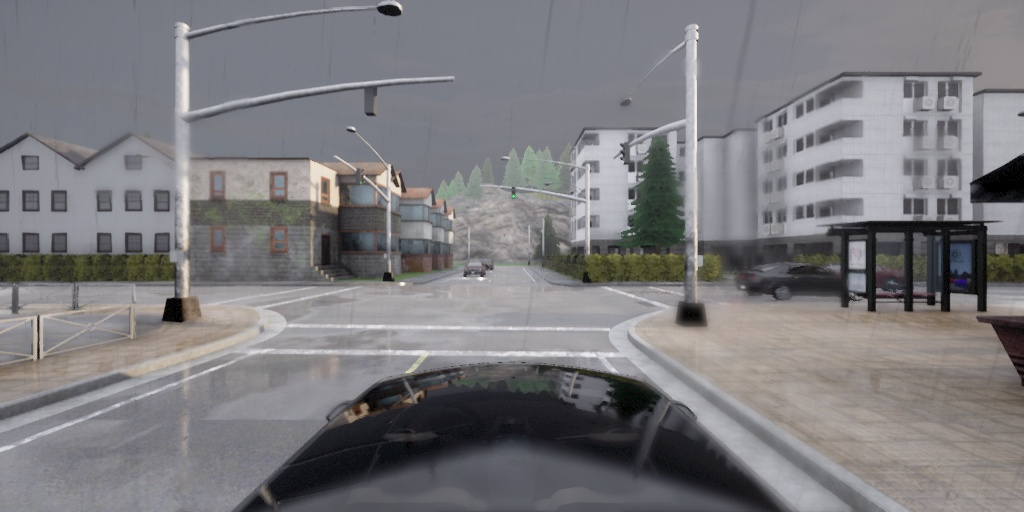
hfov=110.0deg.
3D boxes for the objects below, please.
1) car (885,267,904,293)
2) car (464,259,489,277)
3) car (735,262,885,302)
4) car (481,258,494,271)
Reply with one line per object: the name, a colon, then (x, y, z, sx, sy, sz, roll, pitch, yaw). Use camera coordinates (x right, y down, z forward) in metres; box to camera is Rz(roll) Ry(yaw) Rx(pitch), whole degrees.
car: (17.216, 1.041, 18.551, 5.008, 1.535, 1.882, -1, 0, 0)
car: (-3.587, 1.254, 35.271, 1.812, 1.442, 4.674, 0, 0, 0)
car: (12.059, 1.066, 14.964, 4.892, 1.490, 1.837, 1, 0, 0)
car: (-3.567, 1.072, 47.913, 2.097, 1.767, 4.553, 0, 0, 0)
